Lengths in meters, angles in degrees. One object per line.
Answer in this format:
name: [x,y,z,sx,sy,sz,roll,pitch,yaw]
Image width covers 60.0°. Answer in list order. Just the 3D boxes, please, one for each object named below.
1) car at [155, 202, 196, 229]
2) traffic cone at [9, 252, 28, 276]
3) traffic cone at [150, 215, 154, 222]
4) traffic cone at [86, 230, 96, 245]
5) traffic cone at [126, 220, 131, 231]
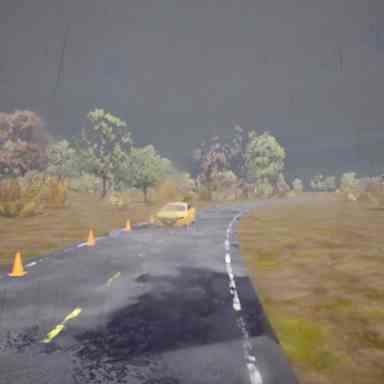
car: [-0.950,1.424,21.390,1.882,1.535,5.008,0,0,9]
traffic cone: [-4.688,1.923,8.969,0.340,0.580,0.340,0,0,4]
traffic cone: [-2.903,1.893,24.130,0.340,0.580,0.340,0,0,10]
traffic cone: [-4.264,1.912,14.042,0.340,0.580,0.340,0,0,6]
traffic cone: [-3.669,1.902,19.097,0.340,0.580,0.340,0,0,8]
